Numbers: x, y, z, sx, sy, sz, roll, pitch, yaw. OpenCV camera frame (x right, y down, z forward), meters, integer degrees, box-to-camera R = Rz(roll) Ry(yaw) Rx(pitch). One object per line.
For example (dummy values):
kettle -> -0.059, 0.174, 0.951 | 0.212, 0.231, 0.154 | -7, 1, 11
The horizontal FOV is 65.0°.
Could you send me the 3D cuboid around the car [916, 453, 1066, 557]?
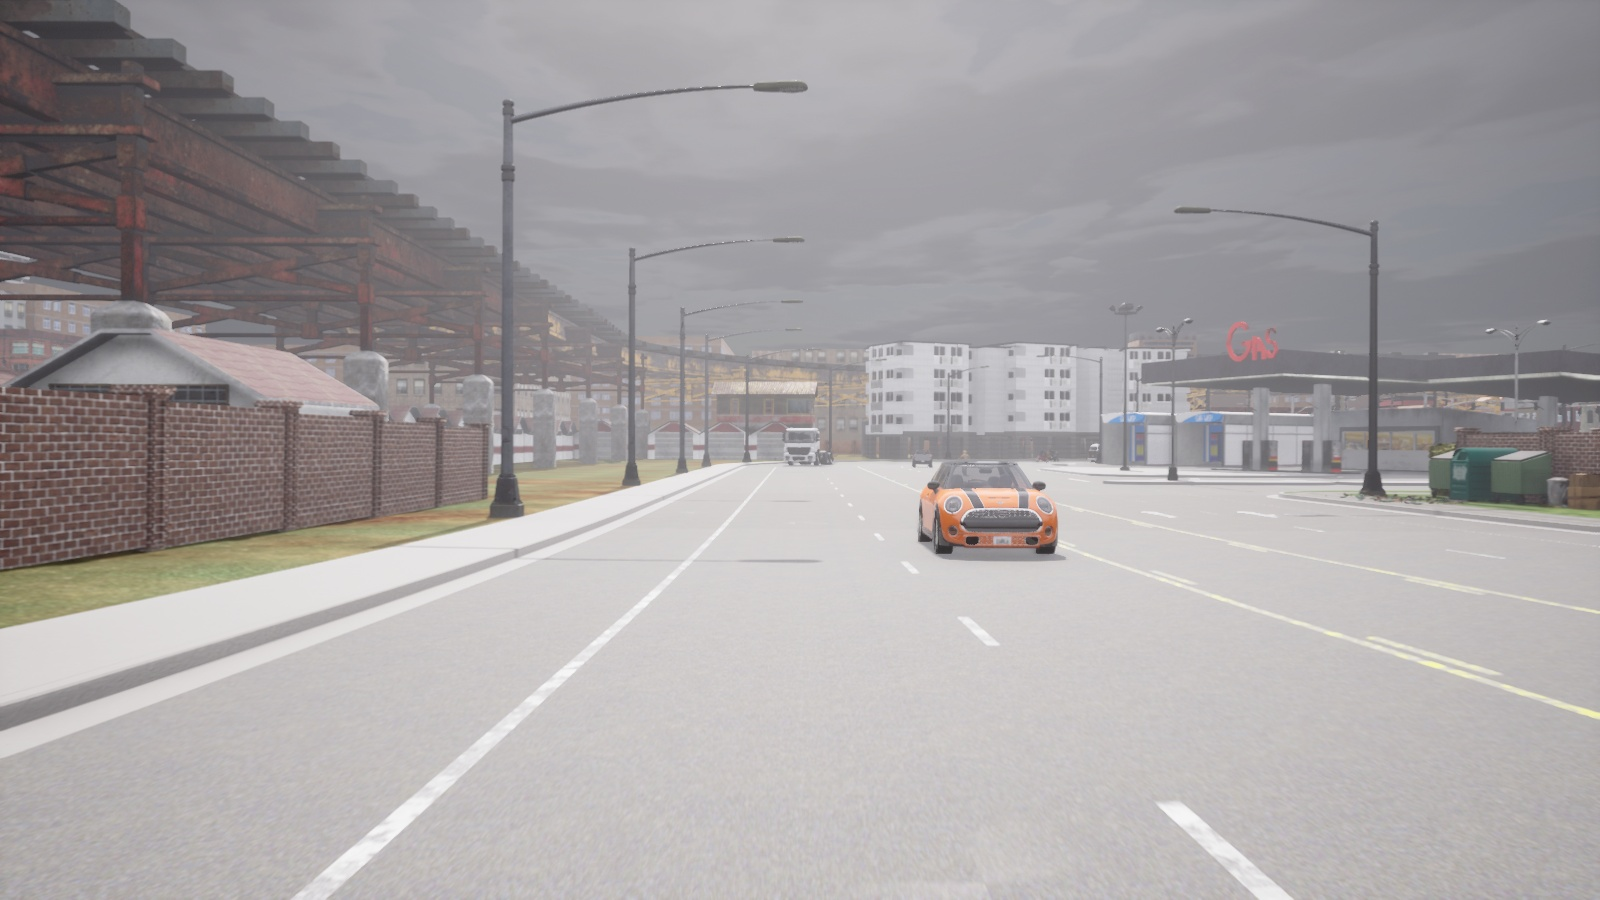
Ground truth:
car -> 3.447, 0.941, 23.556 | 2.097, 1.767, 4.553 | 0, 0, 0
